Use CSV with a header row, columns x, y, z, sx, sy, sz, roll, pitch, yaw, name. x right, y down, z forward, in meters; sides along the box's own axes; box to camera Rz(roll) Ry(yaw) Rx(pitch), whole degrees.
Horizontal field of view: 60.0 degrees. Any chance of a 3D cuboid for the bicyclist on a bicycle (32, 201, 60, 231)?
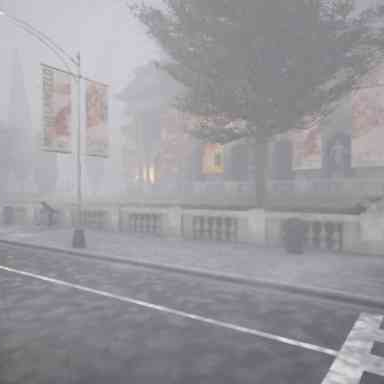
x,y,z,sx,sy,sz,roll,pitch,yaw,name
-8.091,1.317,18.498,0.582,1.620,1.656,0,0,34,bicyclist on a bicycle
